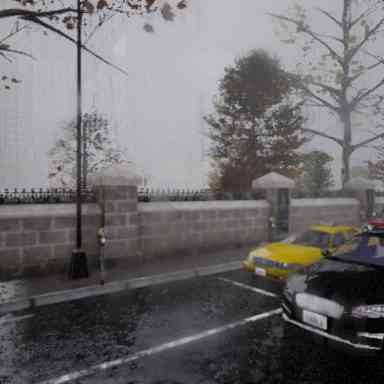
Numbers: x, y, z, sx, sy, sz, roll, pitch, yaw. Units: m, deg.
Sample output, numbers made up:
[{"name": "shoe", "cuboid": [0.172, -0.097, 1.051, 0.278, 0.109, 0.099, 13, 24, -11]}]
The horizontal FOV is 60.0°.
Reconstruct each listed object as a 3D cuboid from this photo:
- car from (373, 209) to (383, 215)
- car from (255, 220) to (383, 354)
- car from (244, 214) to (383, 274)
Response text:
[{"name": "car", "cuboid": [8.266, 1.290, 12.450, 5.009, 1.841, 2.192, 0, 0, -35]}, {"name": "car", "cuboid": [3.676, 1.480, 5.997, 4.902, 1.511, 2.128, 0, 0, -36]}, {"name": "car", "cuboid": [3.544, 1.510, 9.083, 4.829, 1.417, 1.752, 0, 0, -35]}]
